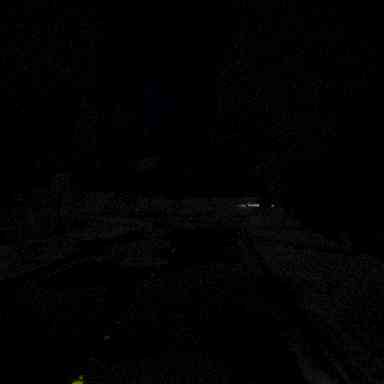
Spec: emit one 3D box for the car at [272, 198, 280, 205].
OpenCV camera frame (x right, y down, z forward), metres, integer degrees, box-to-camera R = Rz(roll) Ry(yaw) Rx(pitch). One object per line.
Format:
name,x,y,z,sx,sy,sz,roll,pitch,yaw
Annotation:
car,18.321,2.201,74.757,2.128,1.511,4.902,-1,-1,32
